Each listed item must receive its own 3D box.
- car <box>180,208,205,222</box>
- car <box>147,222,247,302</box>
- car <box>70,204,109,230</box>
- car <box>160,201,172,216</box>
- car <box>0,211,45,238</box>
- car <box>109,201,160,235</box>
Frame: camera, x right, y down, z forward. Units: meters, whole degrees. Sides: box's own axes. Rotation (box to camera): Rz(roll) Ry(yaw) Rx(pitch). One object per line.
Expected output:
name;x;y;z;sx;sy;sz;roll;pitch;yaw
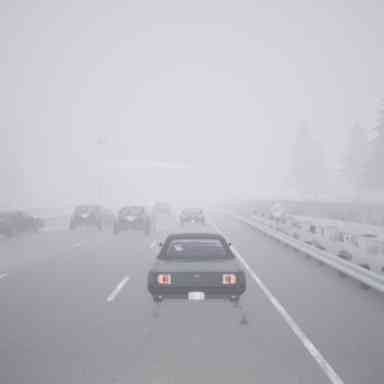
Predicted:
car;0.048;1.936;27.105;1.895;1.301;4.718;0;-1;0
car;0.085;1.676;8.417;1.895;1.301;4.718;0;-1;0
car;-6.945;1.642;23.630;2.097;1.767;4.553;0;-1;0
car;-3.477;1.871;39.471;2.097;1.767;4.553;0;-1;0
car;-10.437;1.775;19.150;2.033;1.411;5.357;0;-1;0
car;-3.438;1.596;20.753;2.097;1.767;4.553;0;-1;0
